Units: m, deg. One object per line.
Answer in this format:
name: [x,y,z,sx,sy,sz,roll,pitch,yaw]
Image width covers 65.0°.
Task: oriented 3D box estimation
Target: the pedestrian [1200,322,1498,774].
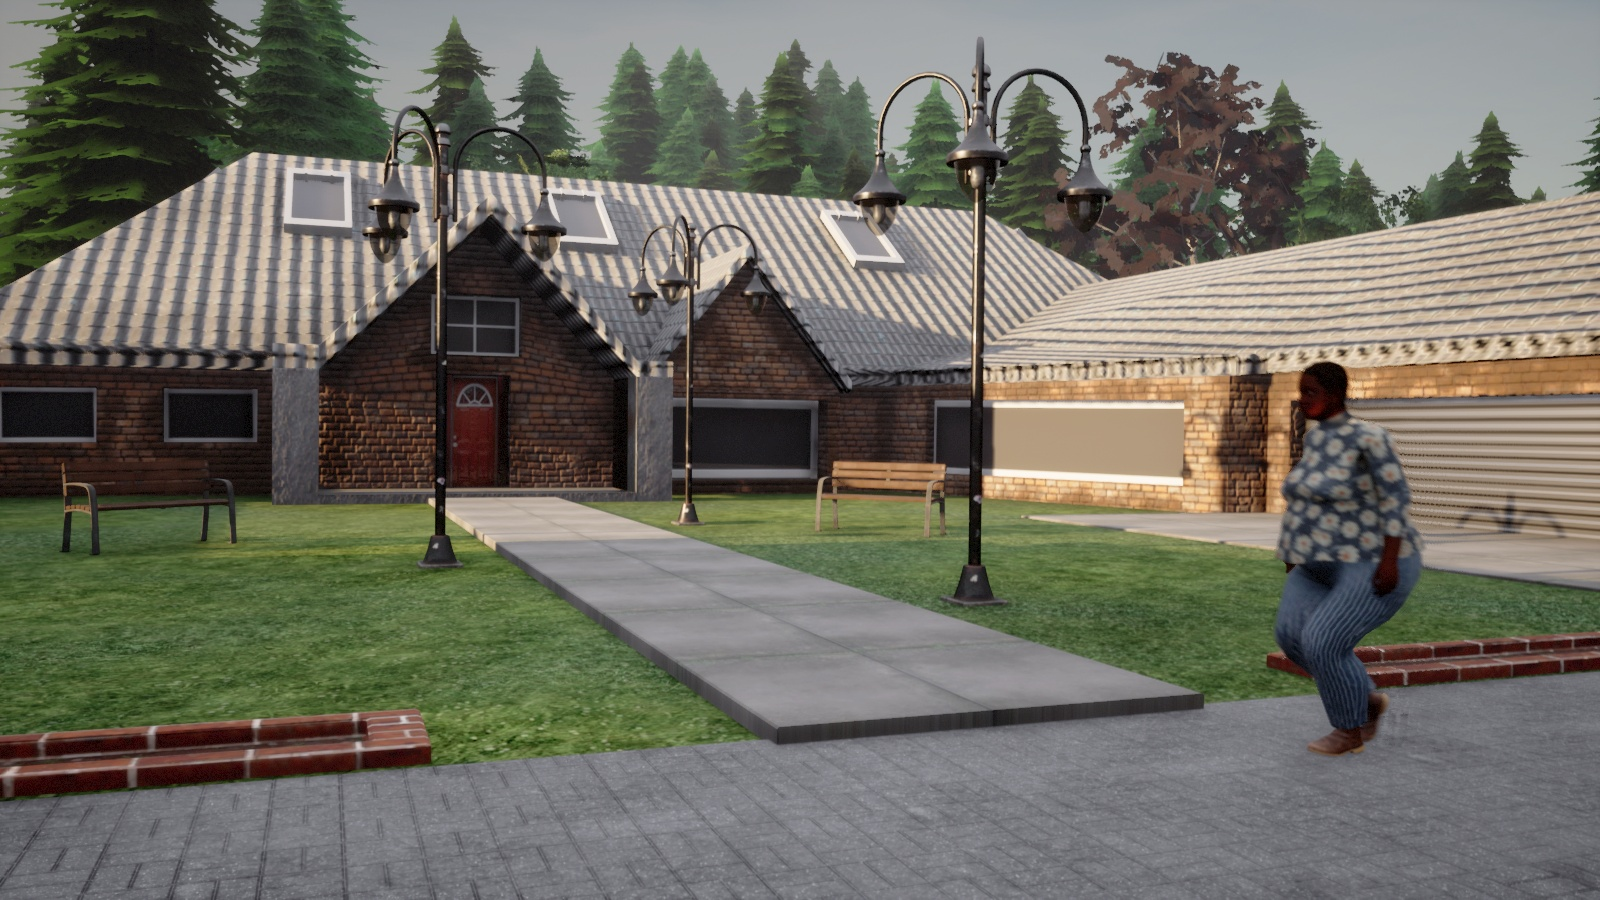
pedestrian: [2.419,0.393,5.630,0.900,1.855,0.874,-1,1,-7]
